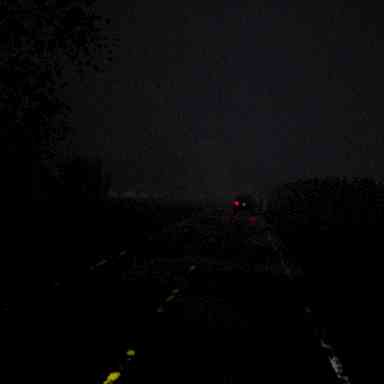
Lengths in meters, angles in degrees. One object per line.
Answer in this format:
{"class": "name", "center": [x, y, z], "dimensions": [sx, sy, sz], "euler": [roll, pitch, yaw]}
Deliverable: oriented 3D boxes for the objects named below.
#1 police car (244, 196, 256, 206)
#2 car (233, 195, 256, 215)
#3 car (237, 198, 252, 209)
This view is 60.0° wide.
{"class": "police car", "center": [10.762, 1.620, 61.825], "dimensions": [1.930, 1.638, 5.238], "euler": [2, 0, 9]}
{"class": "car", "center": [5.643, 1.316, 35.706], "dimensions": [2.150, 2.045, 5.566], "euler": [2, 1, 10]}
{"class": "car", "center": [7.718, 1.693, 48.755], "dimensions": [1.994, 1.385, 4.181], "euler": [2, 0, 10]}
